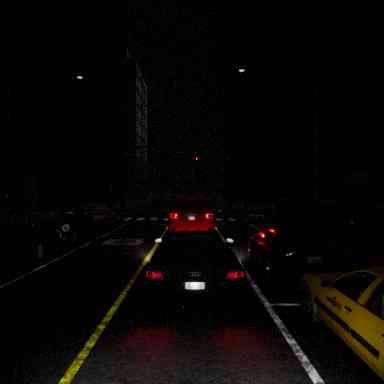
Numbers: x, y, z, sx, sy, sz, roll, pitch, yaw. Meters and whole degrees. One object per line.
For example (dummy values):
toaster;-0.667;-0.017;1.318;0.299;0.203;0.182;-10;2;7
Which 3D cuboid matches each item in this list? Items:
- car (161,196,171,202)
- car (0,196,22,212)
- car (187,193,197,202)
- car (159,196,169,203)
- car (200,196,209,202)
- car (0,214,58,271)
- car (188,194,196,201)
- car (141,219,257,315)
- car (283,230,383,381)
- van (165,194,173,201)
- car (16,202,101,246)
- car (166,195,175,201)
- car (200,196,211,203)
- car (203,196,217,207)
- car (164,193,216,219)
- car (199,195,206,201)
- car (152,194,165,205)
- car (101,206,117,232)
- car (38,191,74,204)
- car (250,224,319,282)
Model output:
car;-5.812;1.548;74.001;1.752;1.417;4.829;0;0;0
car;-17.940;1.171;31.902;4.902;1.511;2.128;1;0;0
car;-0.052;1.251;78.353;2.150;2.045;5.566;0;0;0
car;-5.809;1.602;68.733;1.802;1.307;4.206;0;0;0
car;2.713;1.568;74.177;1.887;1.381;4.507;0;0;0
car;-5.771;1.545;9.537;1.887;1.381;4.507;0;0;0
car;-0.059;1.388;88.968;2.097;1.767;4.553;0;0;0
car;0.054;1.564;7.670;1.994;1.385;4.181;0;0;0
car;2.758;1.525;4.257;1.752;1.417;4.829;0;0;0
van;-5.820;1.371;85.046;1.690;1.788;3.998;0;0;0
car;-5.774;1.441;14.994;1.967;1.590;4.097;0;0;0
car;-5.823;1.585;90.484;2.008;1.369;4.403;0;0;0
car;2.716;1.570;68.739;2.008;1.369;4.403;0;0;0
car;2.727;1.451;52.426;1.967;1.590;4.097;0;0;0
car;-0.008;1.222;17.091;2.150;2.045;5.566;0;0;0
car;2.705;1.556;85.222;1.752;1.417;4.829;0;0;0
car;-5.802;1.329;57.858;2.192;1.841;5.009;0;0;0
car;-5.777;1.527;20.280;1.752;1.417;4.829;0;0;0
car;-15.383;0.949;35.108;5.566;2.045;2.150;1;0;0
car;2.755;1.566;9.544;1.947;1.339;4.313;0;0;0
